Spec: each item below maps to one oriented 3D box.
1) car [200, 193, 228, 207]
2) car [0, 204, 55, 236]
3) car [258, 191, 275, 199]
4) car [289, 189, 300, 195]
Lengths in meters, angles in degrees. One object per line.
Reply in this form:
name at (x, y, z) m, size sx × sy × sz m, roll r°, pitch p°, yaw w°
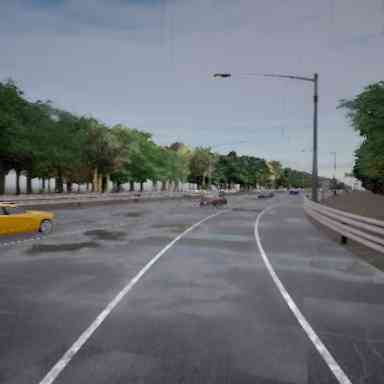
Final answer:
car at (2.400, 0.872, 36.488) m, size 1.812 × 1.442 × 4.674 m, roll 1°, pitch 1°, yaw 27°
car at (-8.482, 1.252, 14.784) m, size 1.882 × 1.535 × 5.008 m, roll 1°, pitch 1°, yaw 27°
car at (12.775, 0.482, 57.175) m, size 2.033 × 1.411 × 5.357 m, roll 1°, pitch 1°, yaw 27°
car at (25.400, -0.010, 82.194) m, size 1.882 × 1.535 × 5.008 m, roll 1°, pitch 1°, yaw 27°
